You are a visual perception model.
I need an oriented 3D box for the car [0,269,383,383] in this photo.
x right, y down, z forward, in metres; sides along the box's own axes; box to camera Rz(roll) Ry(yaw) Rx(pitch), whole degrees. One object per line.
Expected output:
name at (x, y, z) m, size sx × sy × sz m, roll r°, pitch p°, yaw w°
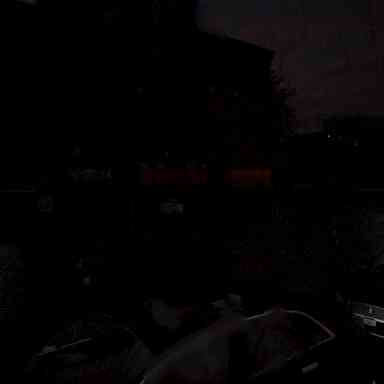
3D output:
car at (-0.225, 1.550, 2.674) m, size 4.403 × 1.369 × 2.008 m, roll 0°, pitch -2°, yaw -35°

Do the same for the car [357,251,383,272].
car at (4.214, 1.549, 5.835) m, size 4.403 × 1.369 × 2.008 m, roll 0°, pitch -2°, yaw -35°
